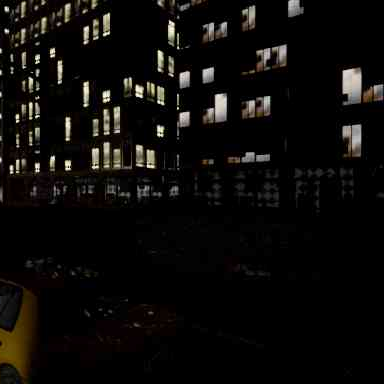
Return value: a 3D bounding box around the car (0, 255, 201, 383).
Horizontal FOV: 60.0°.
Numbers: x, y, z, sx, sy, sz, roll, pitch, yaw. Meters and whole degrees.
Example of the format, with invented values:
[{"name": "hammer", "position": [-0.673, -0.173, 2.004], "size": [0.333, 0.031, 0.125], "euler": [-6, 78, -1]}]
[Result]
[{"name": "car", "position": [-2.189, 1.525, 4.432], "size": [4.829, 1.417, 1.752], "euler": [0, 0, 36]}]
